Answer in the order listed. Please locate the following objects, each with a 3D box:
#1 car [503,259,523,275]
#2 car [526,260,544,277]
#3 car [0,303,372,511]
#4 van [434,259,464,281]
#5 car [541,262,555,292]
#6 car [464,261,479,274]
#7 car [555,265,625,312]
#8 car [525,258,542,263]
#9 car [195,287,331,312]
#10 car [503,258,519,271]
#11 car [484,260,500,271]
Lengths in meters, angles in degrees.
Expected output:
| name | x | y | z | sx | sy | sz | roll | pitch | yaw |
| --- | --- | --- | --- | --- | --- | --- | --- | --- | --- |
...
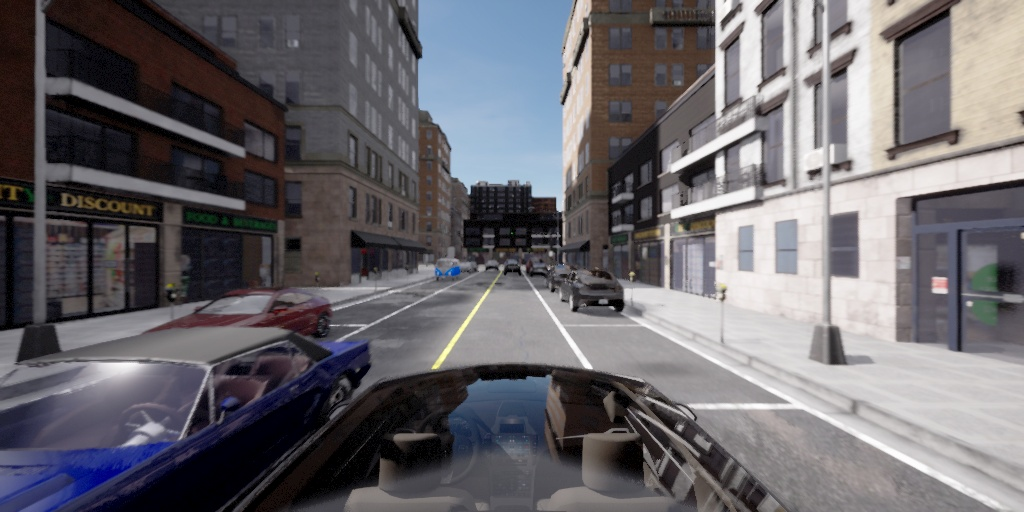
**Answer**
| name | x | y | z | sx | sy | sz | roll | pitch | yaw |
| --- | --- | --- | --- | --- | --- | --- | --- | --- | --- |
| car | 0.072 | 1.305 | 39.569 | 1.837 | 1.490 | 4.892 | 0 | -2 | 1 |
| car | 2.637 | 1.365 | 35.892 | 1.948 | 1.339 | 4.313 | 0 | 0 | 0 |
| car | -2.850 | 1.352 | 2.701 | 1.895 | 1.301 | 4.718 | 0 | 0 | 0 |
| van | -5.388 | 1.132 | 30.230 | 1.690 | 1.789 | 3.998 | 0 | 0 | 0 |
| car | 3.020 | 1.282 | 21.281 | 1.837 | 1.490 | 4.892 | 0 | 0 | 0 |
| car | -5.388 | 1.359 | 41.554 | 2.007 | 1.370 | 4.403 | 0 | 0 | 0 |
| car | 3.020 | 1.271 | 14.281 | 1.837 | 1.490 | 4.892 | 0 | 0 | 0 |
| car | 2.637 | 1.123 | 41.554 | 2.192 | 1.841 | 5.009 | 0 | 0 | 0 |
| car | -5.388 | 1.341 | 7.583 | 1.802 | 1.307 | 4.207 | 0 | 0 | 0 |
| car | -0.171 | 1.176 | 52.263 | 2.097 | 1.767 | 4.553 | 0 | 0 | -2 |
| car | -2.754 | 1.335 | 50.579 | 1.837 | 1.490 | 4.892 | 0 | 0 | 0 |
